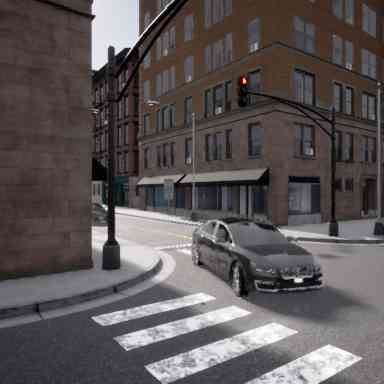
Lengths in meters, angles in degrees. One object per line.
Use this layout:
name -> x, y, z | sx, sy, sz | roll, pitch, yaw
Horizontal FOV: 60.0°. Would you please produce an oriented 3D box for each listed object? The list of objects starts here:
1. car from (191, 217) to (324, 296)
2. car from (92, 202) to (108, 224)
car -> 1.392, 1.485, 8.879 | 1.837, 1.490, 4.892 | 1, 0, -17
car -> -7.082, 1.393, 22.945 | 1.812, 1.442, 4.674 | 0, 0, -36
